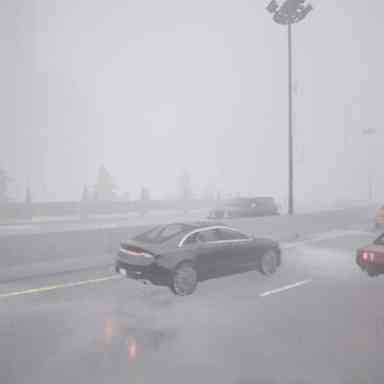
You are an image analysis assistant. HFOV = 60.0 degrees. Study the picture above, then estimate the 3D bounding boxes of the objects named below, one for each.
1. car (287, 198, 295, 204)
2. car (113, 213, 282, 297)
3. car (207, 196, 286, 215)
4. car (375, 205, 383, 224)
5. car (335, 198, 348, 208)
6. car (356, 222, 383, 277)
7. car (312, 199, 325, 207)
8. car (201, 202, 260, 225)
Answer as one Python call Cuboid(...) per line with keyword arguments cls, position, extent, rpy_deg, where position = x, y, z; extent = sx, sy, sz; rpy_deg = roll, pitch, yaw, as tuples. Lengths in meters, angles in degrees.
Cuboid(cls="car", position=(22.622, 2.092, 77.428), extent=(2.128, 1.511, 4.902), rpy_deg=(0, -1, 6))
Cuboid(cls="car", position=(0.386, 1.524, 8.751), extent=(4.902, 1.511, 2.128), rpy_deg=(0, 0, -39))
Cuboid(cls="car", position=(3.419, 1.307, 21.122), extent=(2.150, 2.045, 5.566), rpy_deg=(0, 0, 44))
Cuboid(cls="car", position=(13.489, 1.423, 21.592), extent=(2.097, 1.767, 4.553), rpy_deg=(0, -1, 41))
Cuboid(cls="car", position=(24.625, 1.796, 54.881), extent=(1.882, 1.535, 5.008), rpy_deg=(0, 0, 20))
Cuboid(cls="car", position=(6.450, 1.623, 9.270), extent=(4.718, 1.301, 1.895), rpy_deg=(0, 0, -42))
Cuboid(cls="car", position=(23.045, 1.933, 60.886), extent=(2.033, 1.411, 5.357), rpy_deg=(0, -1, 16))
Cuboid(cls="car", position=(3.127, 1.605, 25.947), extent=(2.128, 1.511, 4.902), rpy_deg=(0, 0, 42))
